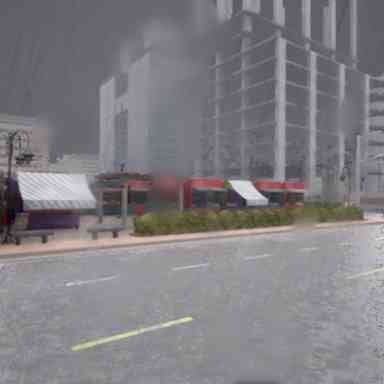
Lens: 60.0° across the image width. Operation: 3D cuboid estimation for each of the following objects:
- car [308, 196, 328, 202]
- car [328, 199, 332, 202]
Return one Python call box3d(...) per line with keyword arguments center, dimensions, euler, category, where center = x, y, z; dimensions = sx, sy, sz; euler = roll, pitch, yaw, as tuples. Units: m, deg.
box3d(center=(24.697, 1.752, 67.504), dimensions=(1.905, 1.878, 3.866), euler=(1, 0, -36), category="car")
box3d(center=(27.087, 1.783, 69.217), dimensions=(1.905, 1.878, 3.866), euler=(1, 0, -36), category="car")
